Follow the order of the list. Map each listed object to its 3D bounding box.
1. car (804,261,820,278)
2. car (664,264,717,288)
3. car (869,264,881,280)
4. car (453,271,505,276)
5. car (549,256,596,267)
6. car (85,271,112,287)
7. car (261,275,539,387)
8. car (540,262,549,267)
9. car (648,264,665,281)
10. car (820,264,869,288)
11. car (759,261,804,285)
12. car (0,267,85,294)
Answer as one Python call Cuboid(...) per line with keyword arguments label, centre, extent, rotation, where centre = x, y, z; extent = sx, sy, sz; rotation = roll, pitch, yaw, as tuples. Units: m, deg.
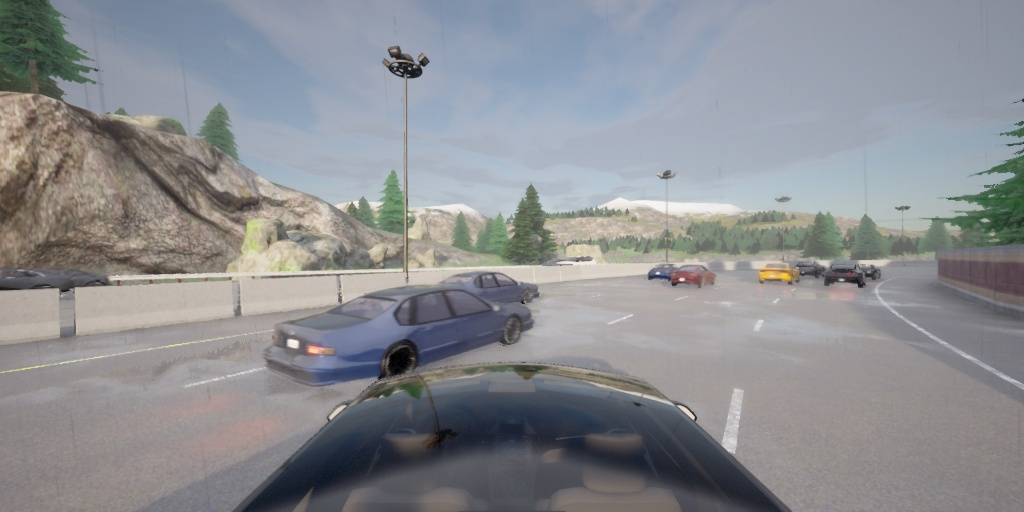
Cuboid(label="car", centre=(27.621, 1.241, 33.254), extent=(4.902, 1.511, 2.128), rotation=(0, 0, -39))
Cuboid(label="car", centre=(12.054, 1.275, 23.762), extent=(1.812, 1.442, 4.674), rotation=(0, 0, 43))
Cuboid(label="car", centre=(30.379, 1.351, 31.004), extent=(4.718, 1.301, 1.895), rotation=(0, 0, -39))
Cuboid(label="car", centre=(-1.078, 1.298, 13.795), extent=(2.033, 1.411, 5.357), rotation=(0, 0, 37))
Cuboid(label="car", centre=(6.917, 0.971, 38.669), extent=(5.566, 2.045, 2.150), rotation=(0, 0, -43))
Cuboid(label="car", centre=(-23.687, 1.314, 18.419), extent=(1.994, 1.385, 4.181), rotation=(0, 0, 34))
Cuboid(label="car", centre=(-1.665, 1.297, 7.143), extent=(2.033, 1.411, 5.357), rotation=(0, 0, 36))
Cuboid(label="car", centre=(5.259, 1.101, 41.877), extent=(4.553, 1.767, 2.097), rotation=(0, 0, -43))
Cuboid(label="car", centre=(12.880, 1.313, 29.533), extent=(4.181, 1.385, 1.994), rotation=(0, 0, -45))
Cuboid(label="car", centre=(22.454, 1.255, 24.155), extent=(4.892, 1.490, 1.837), rotation=(0, 0, -43))
Cuboid(label="car", centre=(19.697, 1.228, 26.361), extent=(5.008, 1.535, 1.882), rotation=(0, 0, -44))
Cuboid(label="car", centre=(-21.826, 1.241, 14.884), extent=(2.128, 1.511, 4.902), rotation=(0, 0, 33))
